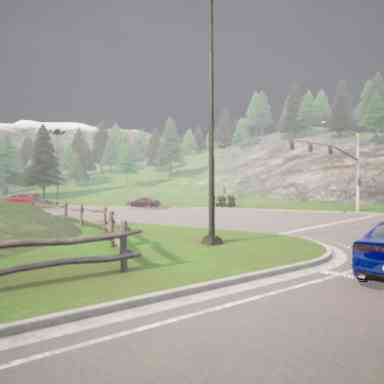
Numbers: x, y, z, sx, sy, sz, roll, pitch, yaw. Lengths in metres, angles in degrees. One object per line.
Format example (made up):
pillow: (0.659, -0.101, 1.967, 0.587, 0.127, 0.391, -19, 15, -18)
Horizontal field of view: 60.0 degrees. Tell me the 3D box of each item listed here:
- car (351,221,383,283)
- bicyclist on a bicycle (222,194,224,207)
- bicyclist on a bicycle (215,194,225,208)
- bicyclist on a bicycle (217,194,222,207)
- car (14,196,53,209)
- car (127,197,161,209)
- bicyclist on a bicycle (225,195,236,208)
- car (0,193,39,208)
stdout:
car: (5.829, 1.420, 8.691, 1.882, 1.535, 5.008, 0, 1, 44)
bicyclist on a bicycle: (4.718, 1.135, 41.798, 0.582, 1.620, 1.656, 0, 0, 34)
bicyclist on a bicycle: (3.605, 1.138, 42.538, 0.582, 1.620, 1.656, 0, 0, 33)
bicyclist on a bicycle: (3.977, 1.137, 42.292, 0.582, 1.620, 1.656, 0, 0, 33)
car: (-20.485, 1.510, 43.703, 4.181, 1.385, 1.994, 0, 0, 9)
car: (-6.312, 1.405, 43.403, 4.674, 1.442, 1.812, 0, 0, 25)
bicyclist on a bicycle: (5.088, 1.134, 41.550, 0.582, 1.620, 1.656, 0, 0, 34)
car: (-24.678, 1.175, 47.909, 5.566, 2.045, 2.150, 0, 0, 5)
